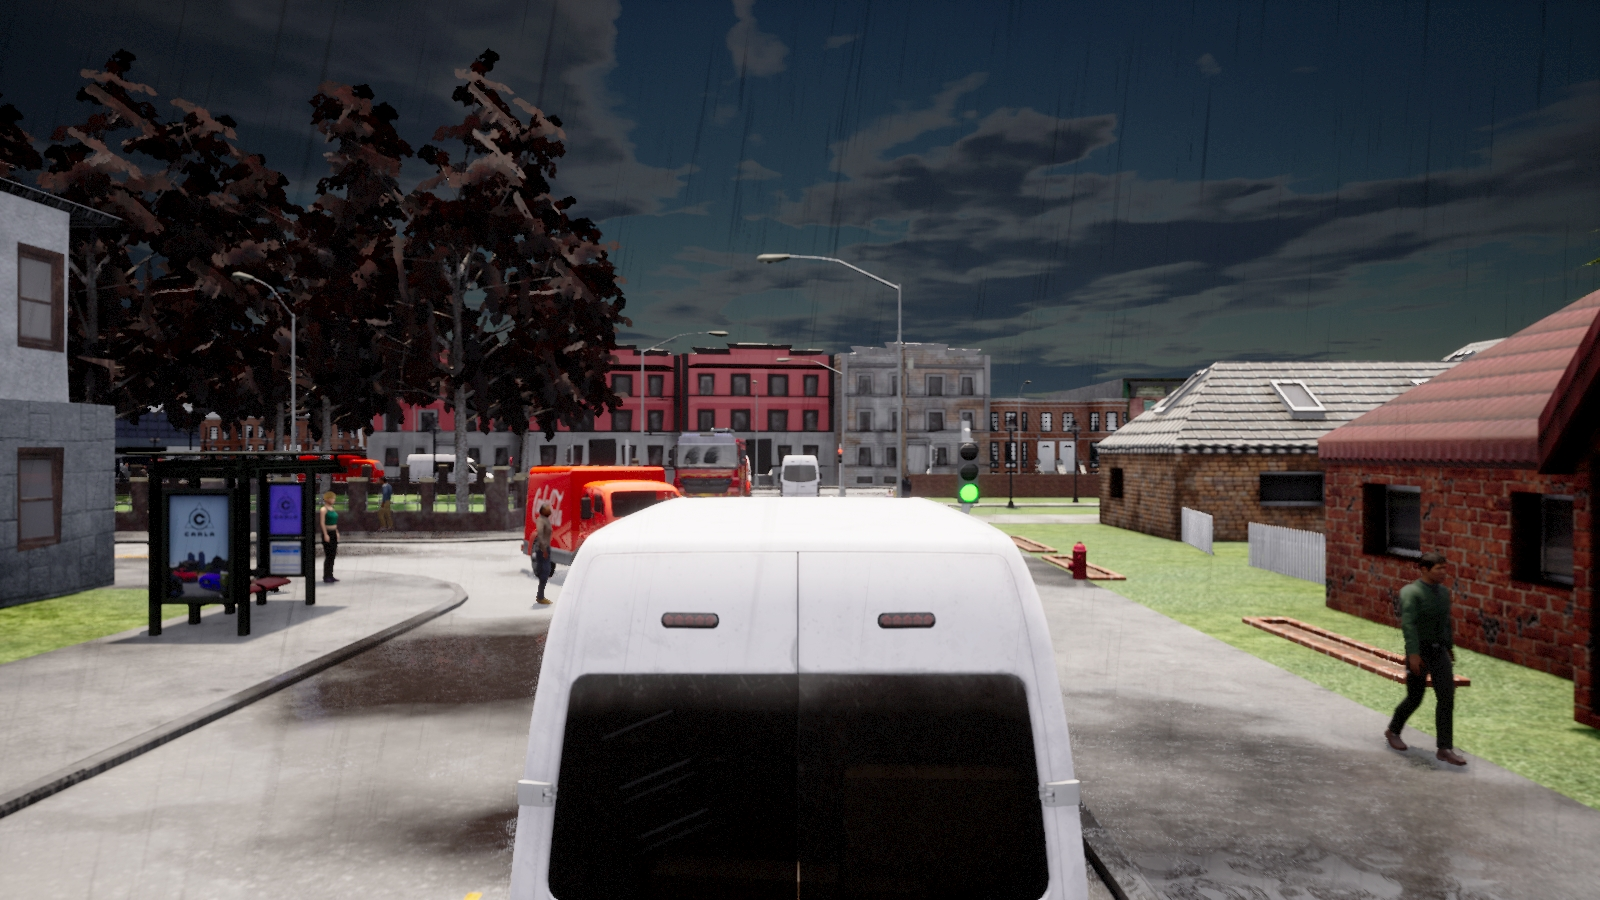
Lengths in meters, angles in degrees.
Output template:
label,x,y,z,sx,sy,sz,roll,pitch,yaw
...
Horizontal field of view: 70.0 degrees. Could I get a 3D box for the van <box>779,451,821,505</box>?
label,x,y,z,sx,sy,sz,roll,pitch,yaw
van,-0.013,1.354,57.855,1.988,2.561,5.915,0,0,0

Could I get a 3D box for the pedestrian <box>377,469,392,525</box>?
label,x,y,z,sx,sy,sz,roll,pitch,yaw
pedestrian,-13.725,1.552,37.766,0.375,1.860,0.375,0,0,-2

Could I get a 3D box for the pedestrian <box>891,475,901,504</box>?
label,x,y,z,sx,sy,sz,roll,pitch,yaw
pedestrian,4.487,1.841,53.442,0.375,1.300,0.375,0,0,24

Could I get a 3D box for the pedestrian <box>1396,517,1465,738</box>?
label,x,y,z,sx,sy,sz,roll,pitch,yaw
pedestrian,5.504,1.531,9.982,0.375,1.860,0.375,0,0,-13

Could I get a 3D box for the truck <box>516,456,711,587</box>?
label,x,y,z,sx,sy,sz,roll,pitch,yaw
truck,-4.163,1.366,24.651,2.627,2.467,5.204,0,0,-28

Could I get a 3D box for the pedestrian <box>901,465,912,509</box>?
label,x,y,z,sx,sy,sz,roll,pitch,yaw
pedestrian,4.484,1.558,48.070,0.375,1.860,0.375,0,0,-8

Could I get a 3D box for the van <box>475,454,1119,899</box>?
label,x,y,z,sx,sy,sz,roll,pitch,yaw
van,-0.010,1.320,6.488,1.988,2.561,5.915,0,0,0

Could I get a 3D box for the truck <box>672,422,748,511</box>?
label,x,y,z,sx,sy,sz,roll,pitch,yaw
truck,-4.057,0.707,53.180,2.891,3.827,8.468,0,0,0

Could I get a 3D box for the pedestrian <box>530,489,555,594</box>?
label,x,y,z,sx,sy,sz,roll,pitch,yaw
pedestrian,-4.647,1.643,20.616,0.375,1.860,0.375,0,0,0

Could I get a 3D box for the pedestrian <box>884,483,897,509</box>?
label,x,y,z,sx,sy,sz,roll,pitch,yaw
pedestrian,3.801,1.938,48.032,0.500,1.100,0.500,0,0,1

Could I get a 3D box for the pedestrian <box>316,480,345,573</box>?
label,x,y,z,sx,sy,sz,roll,pitch,yaw
pedestrian,-9.500,1.533,23.122,0.375,1.860,0.375,0,0,15
